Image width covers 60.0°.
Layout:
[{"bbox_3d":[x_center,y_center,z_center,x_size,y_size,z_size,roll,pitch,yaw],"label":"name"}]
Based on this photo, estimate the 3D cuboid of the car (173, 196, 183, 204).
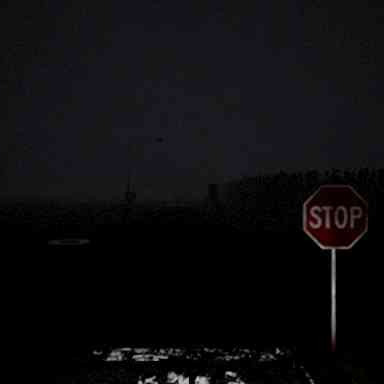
[{"bbox_3d":[-2.791,1.532,65.785,2.033,1.411,5.357,0,0,0],"label":"car"}]
